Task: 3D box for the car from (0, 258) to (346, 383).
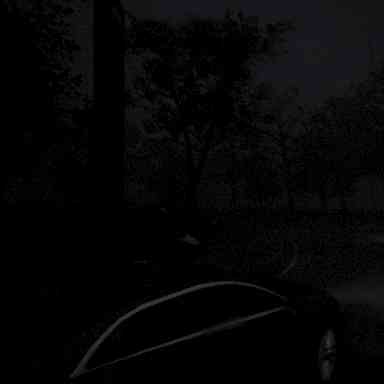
[{"bbox_3d":[-0.121,1.510,3.613,4.902,1.511,2.128,0,0,-41],"label":"car"}]
